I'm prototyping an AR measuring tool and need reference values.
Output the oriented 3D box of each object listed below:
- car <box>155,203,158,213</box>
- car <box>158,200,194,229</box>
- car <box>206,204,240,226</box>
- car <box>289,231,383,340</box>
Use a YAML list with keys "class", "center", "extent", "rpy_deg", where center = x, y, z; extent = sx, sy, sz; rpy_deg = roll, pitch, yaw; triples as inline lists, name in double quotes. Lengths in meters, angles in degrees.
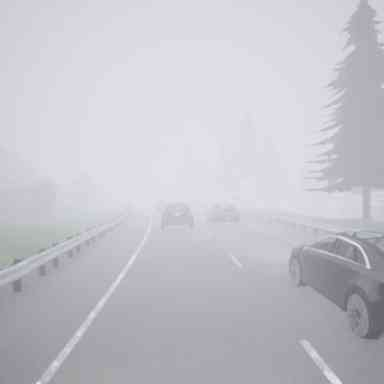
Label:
- class: "car"
  center: [-3.416, 1.725, 40.627]
  extent: [2.128, 1.511, 4.902]
  rpy_deg: [0, 0, -9]
- class: "car"
  center: [-1.089, 1.482, 22.953]
  extent: [2.097, 1.767, 4.553]
  rpy_deg: [0, 0, -5]
- class: "car"
  center: [2.242, 1.626, 24.830]
  extent: [2.128, 1.511, 4.902]
  rpy_deg: [0, 0, -6]
- class: "car"
  center: [3.433, 1.523, 6.587]
  extent: [2.128, 1.511, 4.902]
  rpy_deg: [0, 0, -2]
